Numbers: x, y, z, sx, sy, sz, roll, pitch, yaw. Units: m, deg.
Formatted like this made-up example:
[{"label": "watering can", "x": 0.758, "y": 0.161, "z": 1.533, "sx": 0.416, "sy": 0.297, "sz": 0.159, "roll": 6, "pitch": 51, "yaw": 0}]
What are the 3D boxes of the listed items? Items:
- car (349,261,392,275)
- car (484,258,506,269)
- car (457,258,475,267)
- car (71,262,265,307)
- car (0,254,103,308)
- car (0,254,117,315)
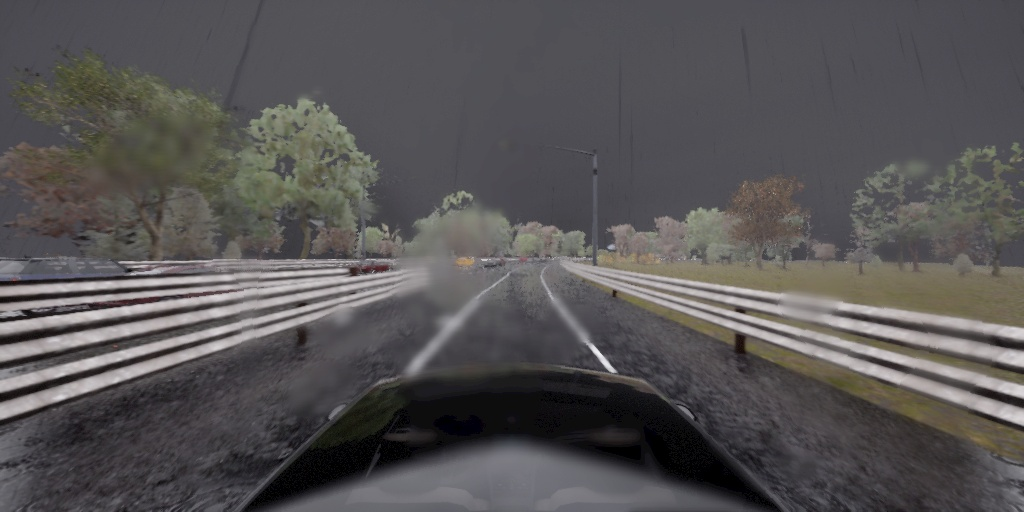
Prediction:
[{"label": "car", "x": -13.660, "y": 1.113, "z": 34.978, "sx": 1.895, "sy": 1.301, "sz": 4.718, "roll": 0, "pitch": 0, "yaw": 11}, {"label": "car", "x": -2.653, "y": 1.185, "z": 53.811, "sx": 1.895, "sy": 1.301, "sz": 4.718, "roll": 0, "pitch": 0, "yaw": 12}, {"label": "car", "x": -7.910, "y": 1.064, "z": 62.252, "sx": 1.882, "sy": 1.535, "sz": 5.008, "roll": 0, "pitch": 0, "yaw": 13}, {"label": "car", "x": -10.617, "y": 1.004, "z": 11.875, "sx": 1.812, "sy": 1.442, "sz": 4.674, "roll": 0, "pitch": 0, "yaw": 9}, {"label": "car", "x": -17.671, "y": 0.806, "z": 12.162, "sx": 2.097, "sy": 1.767, "sz": 4.553, "roll": 0, "pitch": 0, "yaw": 9}, {"label": "car", "x": -14.154, "y": 0.818, "z": 11.996, "sx": 2.097, "sy": 1.767, "sz": 4.553, "roll": 0, "pitch": 0, "yaw": 9}]
